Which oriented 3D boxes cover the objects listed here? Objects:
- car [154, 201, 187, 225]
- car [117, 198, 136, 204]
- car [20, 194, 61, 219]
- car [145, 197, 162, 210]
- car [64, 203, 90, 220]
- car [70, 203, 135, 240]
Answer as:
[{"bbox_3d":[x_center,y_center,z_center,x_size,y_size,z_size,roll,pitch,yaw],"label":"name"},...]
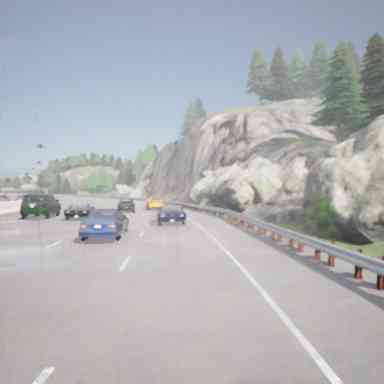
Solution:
[{"bbox_3d":[-1.544,1.549,23.630,1.895,1.301,4.718,0,0,-7],"label":"car"},{"bbox_3d":[-7.344,1.421,37.136,2.128,1.511,4.902,0,0,-11],"label":"car"},{"bbox_3d":[-12.851,1.182,28.517,2.150,2.045,5.566,0,0,-9],"label":"car"},{"bbox_3d":[-4.737,1.391,41.669,1.882,1.535,5.008,0,0,-13],"label":"car"},{"bbox_3d":[-9.177,1.556,27.670,1.895,1.301,4.718,0,0,-9],"label":"car"},{"bbox_3d":[-4.281,1.517,16.755,2.033,1.411,5.357,0,0,-5],"label":"car"}]
